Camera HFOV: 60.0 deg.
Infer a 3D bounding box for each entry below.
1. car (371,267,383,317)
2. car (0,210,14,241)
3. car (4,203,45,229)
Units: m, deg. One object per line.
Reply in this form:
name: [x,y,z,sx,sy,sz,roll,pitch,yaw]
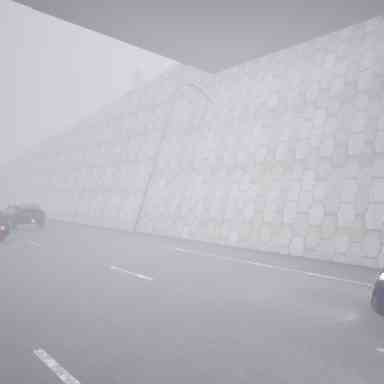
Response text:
car: [5.211,1.353,4.795,2.097,1.767,4.553,0,0,-44]
car: [-10.226,1.599,15.594,1.895,1.301,4.718,0,0,-44]
car: [-11.156,1.500,21.556,1.837,1.490,4.892,0,-1,-44]
